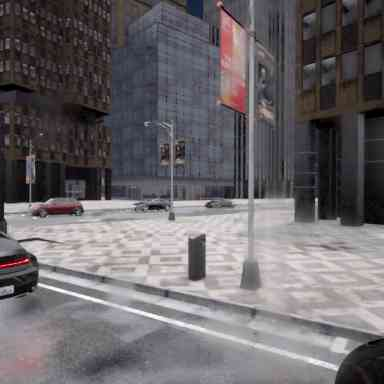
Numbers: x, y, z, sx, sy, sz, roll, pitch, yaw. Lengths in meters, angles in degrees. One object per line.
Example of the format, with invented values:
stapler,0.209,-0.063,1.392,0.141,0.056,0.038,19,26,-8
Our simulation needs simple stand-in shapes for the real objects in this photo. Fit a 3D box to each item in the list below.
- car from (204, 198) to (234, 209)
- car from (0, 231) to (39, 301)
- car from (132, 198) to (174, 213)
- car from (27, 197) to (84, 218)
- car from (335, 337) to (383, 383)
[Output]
car,3.602,1.519,43.411,4.181,1.385,1.994,0,0,-41
car,-5.309,1.503,7.241,4.892,1.490,1.837,0,0,34
car,-4.280,1.437,36.509,4.902,1.511,2.128,0,0,-41
car,-12.093,1.292,29.653,4.553,1.767,2.097,0,0,-41
car,3.244,1.478,1.342,5.008,1.535,1.882,0,0,36
